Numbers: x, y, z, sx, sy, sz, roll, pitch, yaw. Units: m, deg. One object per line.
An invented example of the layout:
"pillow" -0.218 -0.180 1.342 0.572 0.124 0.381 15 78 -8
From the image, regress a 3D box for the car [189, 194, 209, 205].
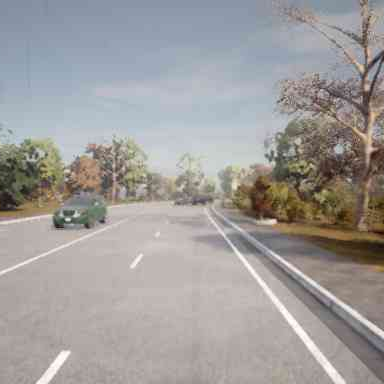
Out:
"car" 1.441 1.464 62.616 2.150 2.045 5.566 0 0 8

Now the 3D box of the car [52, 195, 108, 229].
"car" -7.153 1.248 21.961 2.150 2.045 5.566 0 0 0

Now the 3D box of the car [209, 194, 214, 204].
"car" 3.335 1.514 73.082 2.150 2.045 5.566 0 0 15

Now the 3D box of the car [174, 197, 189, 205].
"car" -2.055 1.786 62.862 2.033 1.411 5.357 0 0 8

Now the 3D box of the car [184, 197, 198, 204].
"car" -0.205 1.826 73.334 1.994 1.385 4.181 0 0 15
